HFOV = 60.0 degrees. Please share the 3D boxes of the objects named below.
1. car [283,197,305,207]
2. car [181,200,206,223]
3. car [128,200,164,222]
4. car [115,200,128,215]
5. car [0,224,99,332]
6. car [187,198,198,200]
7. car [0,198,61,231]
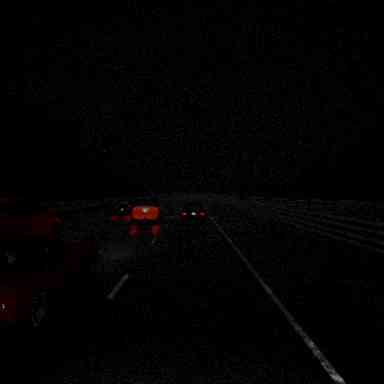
[{"bbox_3d":[17.136,1.644,55.813,2.033,1.649,4.856,0,0,-17],"label":"car"},{"bbox_3d":[0.101,1.573,25.560,2.033,1.411,5.357,0,0,0],"label":"car"},{"bbox_3d":[-3.398,1.380,26.316,2.097,1.767,4.553,0,0,0],"label":"car"},{"bbox_3d":[-6.896,1.572,35.181,1.812,1.442,4.674,0,0,0],"label":"car"},{"bbox_3d":[-3.401,1.604,6.822,1.895,1.301,4.718,0,0,0],"label":"car"},{"bbox_3d":[0.102,1.539,42.938,1.882,1.535,5.008,0,0,0],"label":"car"},{"bbox_3d":[-6.905,1.211,12.503,2.150,2.045,5.566,0,0,-1],"label":"car"}]
